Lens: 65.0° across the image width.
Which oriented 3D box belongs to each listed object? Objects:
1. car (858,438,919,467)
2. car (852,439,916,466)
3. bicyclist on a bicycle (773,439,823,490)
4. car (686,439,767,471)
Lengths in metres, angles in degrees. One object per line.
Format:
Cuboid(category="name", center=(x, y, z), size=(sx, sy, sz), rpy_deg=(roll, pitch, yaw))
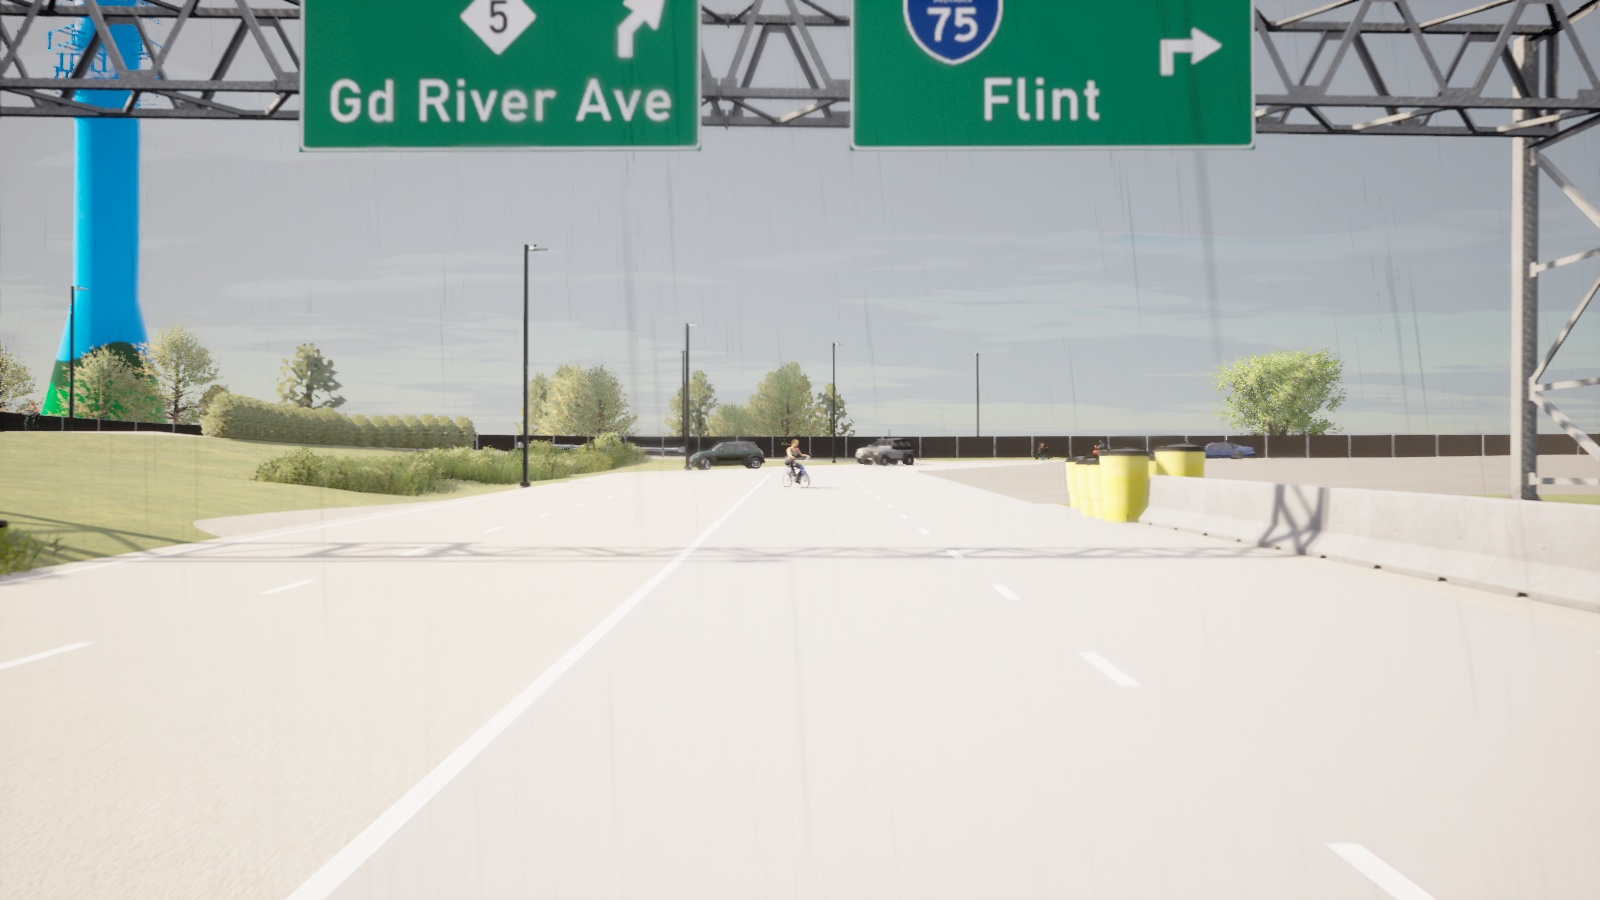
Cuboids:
Cuboid(category="car", center=(6.041, 0.143, 85.630), size=(3.866, 1.878, 1.905), rpy_deg=(-1, 1, -38))
Cuboid(category="car", center=(6.035, 0.124, 89.777), size=(4.605, 1.855, 1.932), rpy_deg=(-1, 1, -44))
Cuboid(category="bicyclist on a bicycle", center=(-0.080, 0.458, 40.780), size=(0.866, 1.612, 1.509), rpy_deg=(1, 0, -36))
Cuboid(category="car", center=(-4.477, 0.300, 76.236), size=(4.553, 1.767, 2.097), rpy_deg=(-1, 0, -13))
